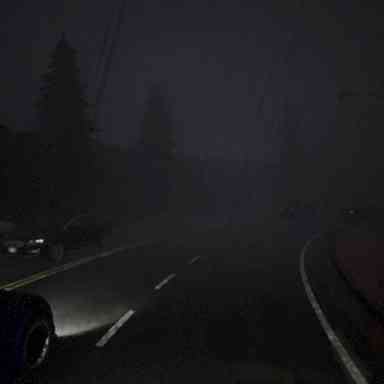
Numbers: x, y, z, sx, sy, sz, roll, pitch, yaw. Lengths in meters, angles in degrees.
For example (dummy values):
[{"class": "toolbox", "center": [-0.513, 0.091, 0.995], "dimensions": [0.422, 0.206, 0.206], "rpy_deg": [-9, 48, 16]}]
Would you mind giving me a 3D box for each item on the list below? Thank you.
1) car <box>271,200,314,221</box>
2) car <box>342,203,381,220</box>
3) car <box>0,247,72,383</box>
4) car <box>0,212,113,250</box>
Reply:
[{"class": "car", "center": [8.814, 1.506, 28.932], "dimensions": [2.097, 1.767, 4.553], "rpy_deg": [0, 0, 42]}, {"class": "car", "center": [15.451, 1.729, 30.226], "dimensions": [4.181, 1.385, 1.994], "rpy_deg": [0, 0, -39]}, {"class": "car", "center": [-3.035, 1.578, 3.057], "dimensions": [1.994, 1.385, 4.181], "rpy_deg": [0, 0, 5]}, {"class": "car", "center": [-4.860, 1.553, 12.684], "dimensions": [2.128, 1.511, 4.902], "rpy_deg": [0, 0, 18]}]
